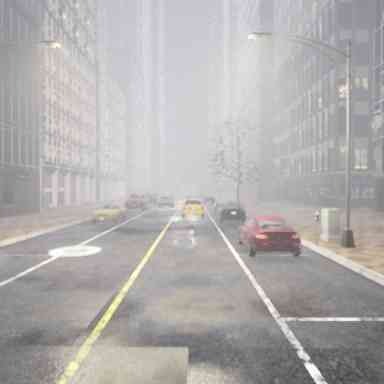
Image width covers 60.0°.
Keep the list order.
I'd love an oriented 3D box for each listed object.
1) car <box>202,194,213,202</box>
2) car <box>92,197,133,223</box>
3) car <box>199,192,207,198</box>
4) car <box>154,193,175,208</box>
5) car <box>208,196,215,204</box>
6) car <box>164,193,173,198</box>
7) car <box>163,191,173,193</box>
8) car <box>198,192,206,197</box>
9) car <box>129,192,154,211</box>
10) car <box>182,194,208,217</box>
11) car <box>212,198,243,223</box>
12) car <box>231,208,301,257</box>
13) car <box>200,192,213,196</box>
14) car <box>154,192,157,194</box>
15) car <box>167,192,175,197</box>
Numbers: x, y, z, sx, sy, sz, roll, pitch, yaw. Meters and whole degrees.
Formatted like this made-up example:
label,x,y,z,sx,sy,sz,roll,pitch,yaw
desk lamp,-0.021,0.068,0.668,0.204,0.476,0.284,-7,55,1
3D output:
label,x,y,z,sx,sy,sz,roll,pitch,yaw
car,2.704,1.012,57.864,1.752,1.417,4.829,0,1,0
car,-5.687,1.325,23.386,1.752,1.417,4.829,0,1,0
car,2.712,0.779,86.156,1.947,1.339,4.313,0,1,0
car,-3.084,1.190,40.987,2.033,1.411,5.357,0,0,0
car,2.695,1.299,29.233,2.008,1.369,4.403,0,1,0
car,-5.670,0.836,80.476,1.947,1.339,4.313,0,1,0
car,-5.674,0.821,69.090,1.967,1.590,4.097,0,1,0
car,2.714,0.700,91.848,1.887,1.381,4.507,0,1,0
car,-5.685,1.012,34.937,2.192,1.841,5.009,0,1,0
car,0.100,1.217,27.844,1.801,1.575,5.366,0,1,0
car,2.694,1.364,23.540,1.947,1.339,4.313,0,1,0
car,2.690,1.478,12.158,1.802,1.307,4.206,0,0,0
car,2.702,1.092,52.001,2.008,1.369,4.403,0,1,0
car,-5.682,0.909,46.321,2.192,1.841,5.009,0,1,0
car,-5.667,0.721,91.859,1.947,1.339,4.313,0,1,0
